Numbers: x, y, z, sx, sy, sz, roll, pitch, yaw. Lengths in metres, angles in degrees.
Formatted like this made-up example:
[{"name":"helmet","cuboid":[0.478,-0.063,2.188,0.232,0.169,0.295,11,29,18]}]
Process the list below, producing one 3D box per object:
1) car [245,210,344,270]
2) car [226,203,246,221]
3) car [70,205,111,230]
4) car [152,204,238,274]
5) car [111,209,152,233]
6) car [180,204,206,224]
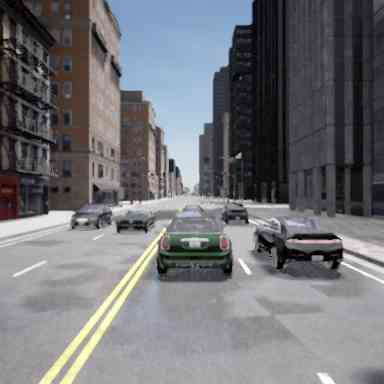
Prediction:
[{"name":"car","cuboid":[3.336,1.553,11.239,2.128,1.511,4.902,0,0,0]},{"name":"car","cuboid":[3.339,1.654,26.577,1.837,1.490,4.892,0,0,0]},{"name":"car","cuboid":[-6.600,1.617,22.358,2.128,1.511,4.902,0,0,0]},{"name":"car","cuboid":[0.084,1.413,10.899,2.097,1.767,4.553,0,0,0]},{"name":"car","cuboid":[-3.347,1.714,20.453,1.895,1.301,4.718,0,0,0]},{"name":"car","cuboid":[0.091,1.717,27.334,1.994,1.385,4.181,0,0,0]}]
